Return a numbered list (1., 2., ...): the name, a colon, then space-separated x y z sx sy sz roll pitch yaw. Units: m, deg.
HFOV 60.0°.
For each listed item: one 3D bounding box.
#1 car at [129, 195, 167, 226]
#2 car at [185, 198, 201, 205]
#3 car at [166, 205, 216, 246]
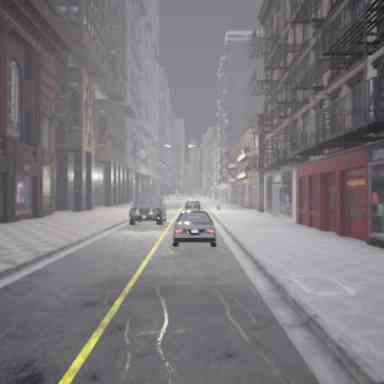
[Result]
1. car: -3.010 1.247 23.768 2.150 2.045 5.566 0 0 0
2. car: 0.111 1.525 41.992 2.128 1.511 4.902 0 0 0
3. car: 0.105 1.560 15.323 2.033 1.411 5.357 0 0 0
